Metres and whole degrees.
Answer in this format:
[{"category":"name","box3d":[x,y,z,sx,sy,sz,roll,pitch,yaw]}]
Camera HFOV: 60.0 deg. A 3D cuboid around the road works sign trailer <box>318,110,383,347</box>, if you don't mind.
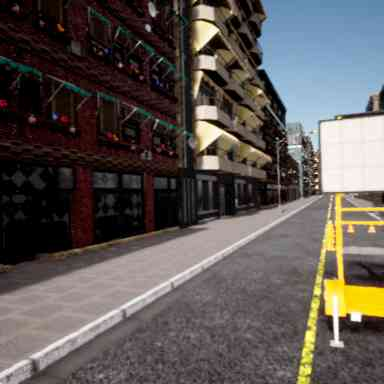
[{"category":"road works sign trailer","box3d":[3.504,0.396,5.715,2.380,3.560,2.880,-2,0,23]}]
